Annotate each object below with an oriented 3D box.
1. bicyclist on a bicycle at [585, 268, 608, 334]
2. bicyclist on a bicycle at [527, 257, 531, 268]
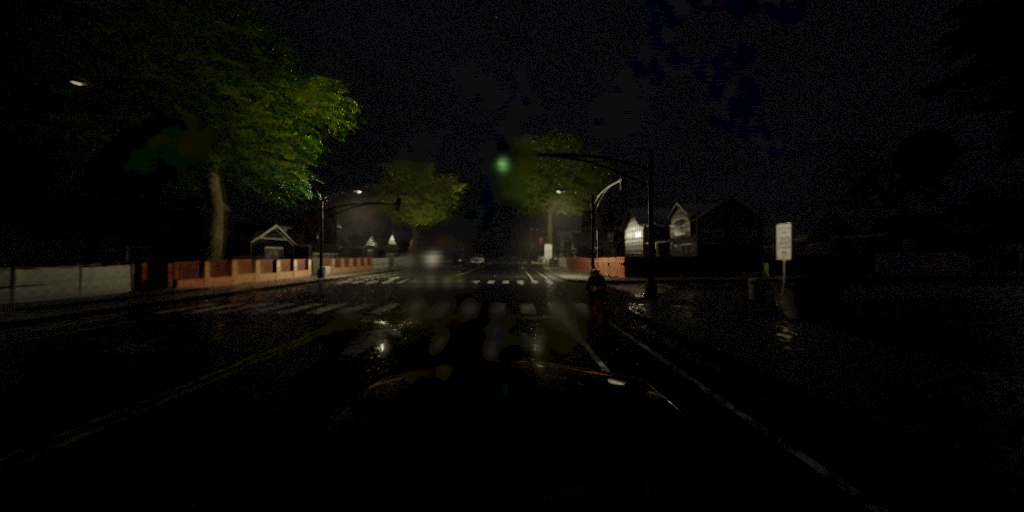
[{"bbox_3d":[2.256,1.164,9.566,0.582,1.620,1.656,0,0,0],"label":"bicyclist on a bicycle"},{"bbox_3d":[2.264,0.958,47.558,0.582,1.620,1.656,0,0,0],"label":"bicyclist on a bicycle"}]
